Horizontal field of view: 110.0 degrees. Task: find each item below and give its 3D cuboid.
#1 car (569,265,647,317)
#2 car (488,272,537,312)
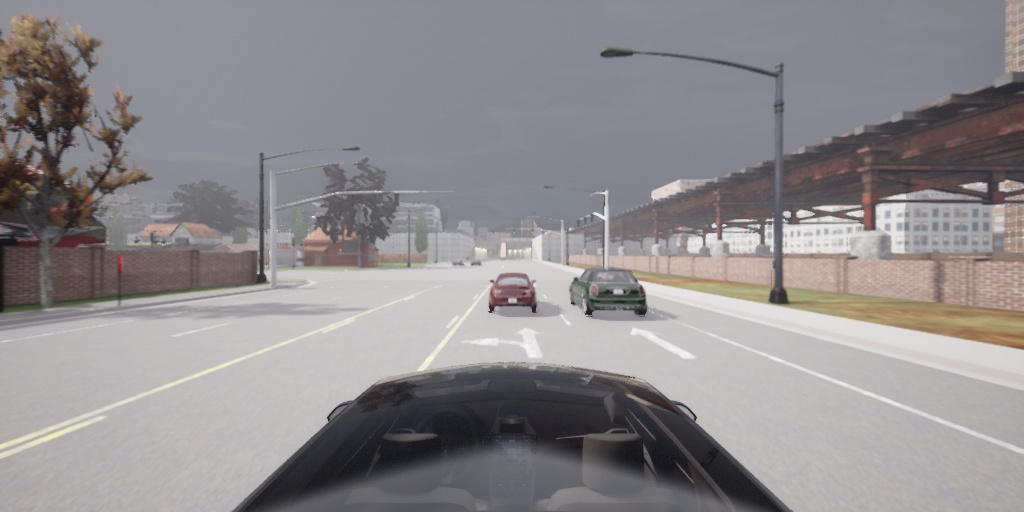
[{"bbox_3d":[3.540,1.219,14.013,2.097,1.767,4.553,0,0,0],"label":"car"},{"bbox_3d":[0.043,1.397,14.795,1.812,1.442,4.674,0,0,1],"label":"car"}]
